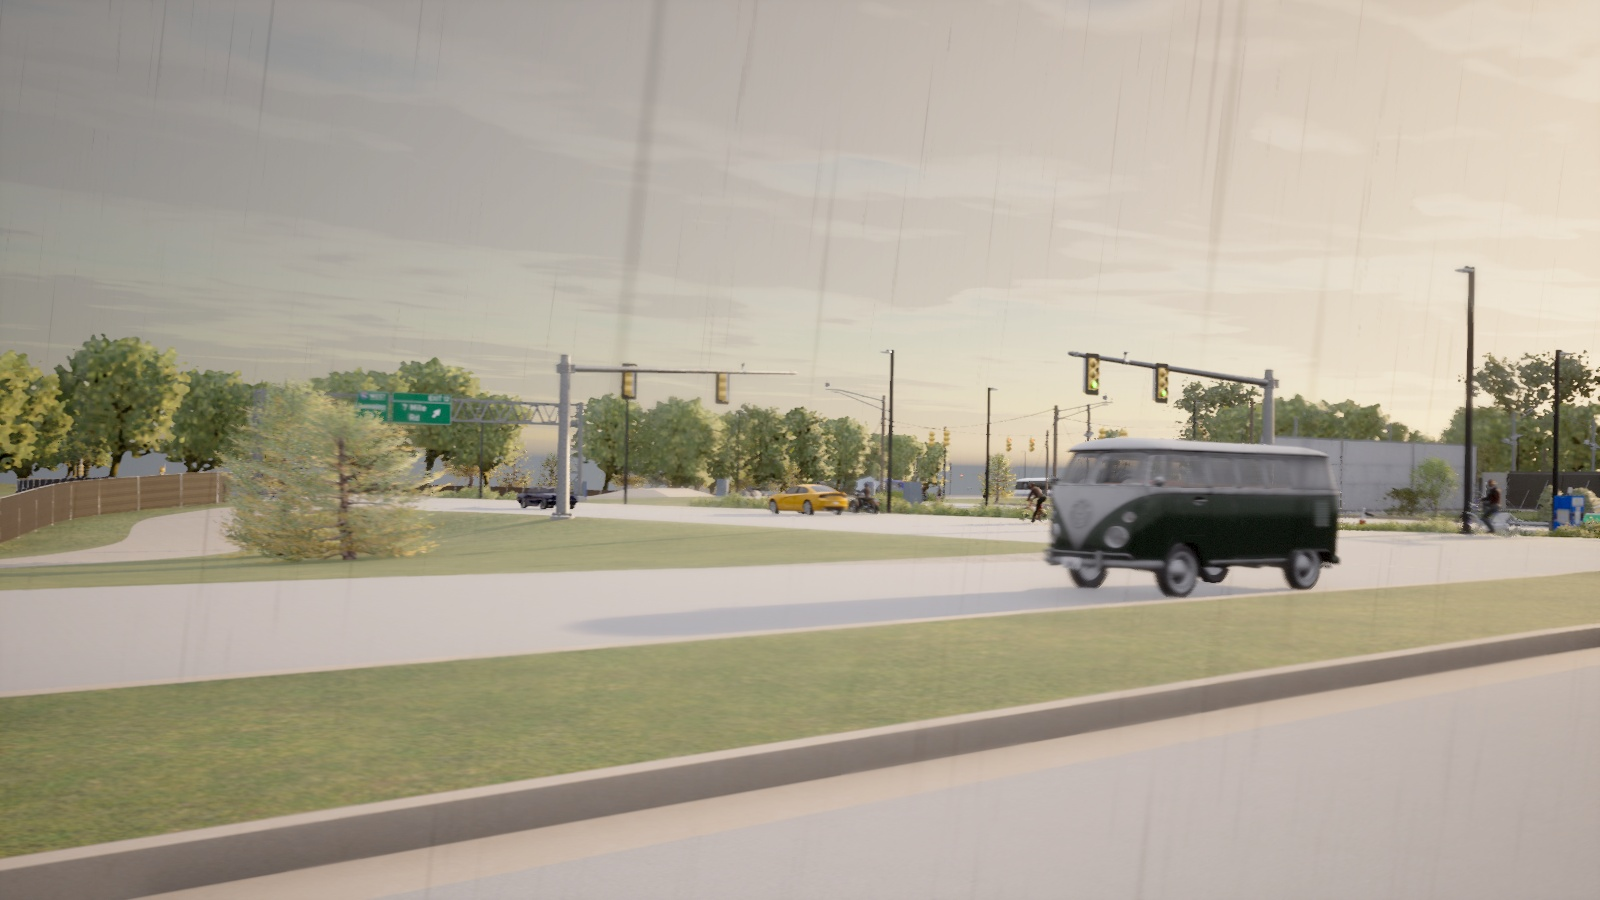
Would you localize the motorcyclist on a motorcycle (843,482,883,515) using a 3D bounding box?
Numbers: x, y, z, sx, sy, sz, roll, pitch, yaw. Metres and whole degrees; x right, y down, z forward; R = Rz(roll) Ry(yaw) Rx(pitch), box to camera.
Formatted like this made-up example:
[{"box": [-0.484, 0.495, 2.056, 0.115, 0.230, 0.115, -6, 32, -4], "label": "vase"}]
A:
[{"box": [3.222, 2.473, 64.051, 0.766, 1.649, 2.350, 1, -2, -34], "label": "motorcyclist on a motorcycle"}]

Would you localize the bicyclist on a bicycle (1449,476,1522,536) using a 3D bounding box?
[{"box": [20.882, 1.692, 38.290, 0.659, 1.776, 1.843, 1, -2, -34], "label": "bicyclist on a bicycle"}]

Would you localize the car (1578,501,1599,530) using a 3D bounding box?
[{"box": [39.034, 3.149, 60.518, 1.481, 1.376, 2.207, 1, -2, -34], "label": "car"}]

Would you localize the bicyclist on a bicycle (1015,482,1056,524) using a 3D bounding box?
[{"box": [9.197, 2.071, 49.142, 0.582, 1.620, 1.656, 1, -2, -34], "label": "bicyclist on a bicycle"}]

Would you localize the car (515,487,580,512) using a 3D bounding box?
[{"box": [-14.305, 2.779, 71.050, 1.895, 1.301, 4.718, 1, -2, -34], "label": "car"}]

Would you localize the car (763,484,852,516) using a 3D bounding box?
[{"box": [0.299, 2.440, 62.125, 1.882, 1.535, 5.008, 1, -2, -34], "label": "car"}]

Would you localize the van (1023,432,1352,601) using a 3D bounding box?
[{"box": [5.219, 0.850, 16.692, 4.442, 1.987, 1.775, 2, -2, -34], "label": "van"}]
